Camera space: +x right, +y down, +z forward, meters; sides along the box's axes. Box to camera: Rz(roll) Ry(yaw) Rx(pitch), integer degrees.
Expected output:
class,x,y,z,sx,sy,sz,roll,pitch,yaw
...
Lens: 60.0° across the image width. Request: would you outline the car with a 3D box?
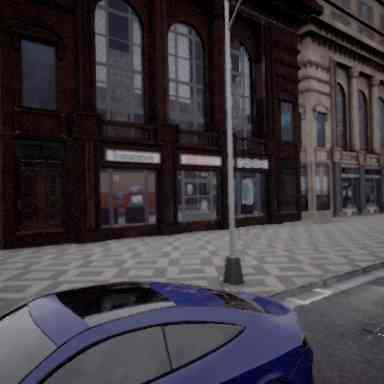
class,x,y,z,sx,sy,sz,roll,pitch,yaw
car,-0.915,1.593,2.683,4.674,1.442,1.812,-1,-1,-35
